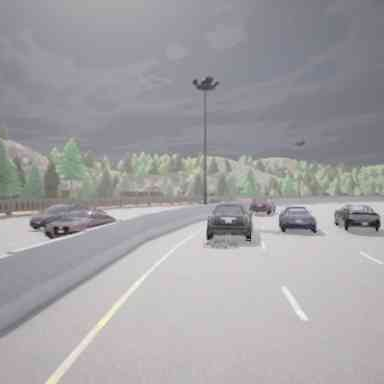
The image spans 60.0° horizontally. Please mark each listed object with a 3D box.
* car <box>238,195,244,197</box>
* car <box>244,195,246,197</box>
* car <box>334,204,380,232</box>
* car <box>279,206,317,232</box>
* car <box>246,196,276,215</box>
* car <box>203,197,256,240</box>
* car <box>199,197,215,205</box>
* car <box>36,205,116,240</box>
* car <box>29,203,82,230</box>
[{"bbox_3d":[8.794,1.401,58.693,2.097,1.767,4.553,0,0,36],"label":"car"},{"bbox_3d":[10.979,1.540,55.731,1.837,1.490,4.892,0,0,35],"label":"car"},{"bbox_3d":[9.953,1.498,20.334,2.128,1.511,4.902,0,0,14],"label":"car"},{"bbox_3d":[6.332,1.566,20.230,1.994,1.385,4.181,0,0,13],"label":"car"},{"bbox_3d":[7.336,1.351,34.311,2.097,1.767,4.553,0,0,22],"label":"car"},{"bbox_3d":[2.063,1.349,17.177,2.097,1.767,4.553,0,0,11],"label":"car"},{"bbox_3d":[2.948,1.535,56.286,2.128,1.511,4.902,0,0,32],"label":"car"},{"bbox_3d":[-5.377,1.544,16.536,1.994,1.385,4.181,0,0,11],"label":"car"},{"bbox_3d":[-8.063,1.482,20.917,1.837,1.490,4.892,0,0,13],"label":"car"}]
